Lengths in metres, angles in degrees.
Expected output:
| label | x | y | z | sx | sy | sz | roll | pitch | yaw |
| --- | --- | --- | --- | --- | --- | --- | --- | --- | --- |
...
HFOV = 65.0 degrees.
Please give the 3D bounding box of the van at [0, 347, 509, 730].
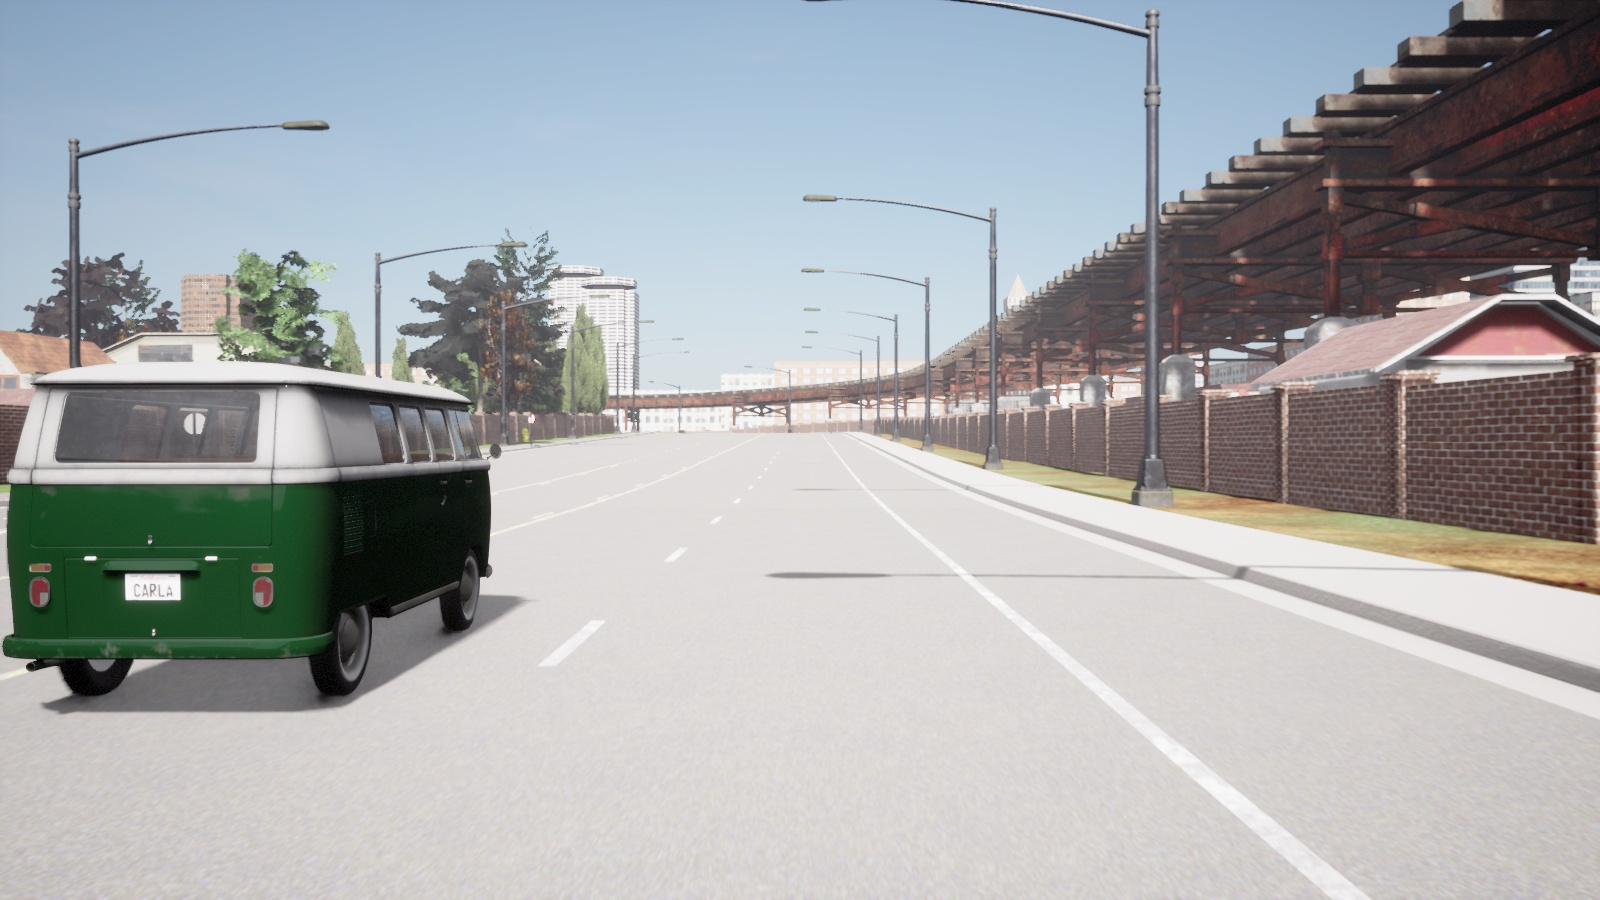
| label | x | y | z | sx | sy | sz | roll | pitch | yaw |
| --- | --- | --- | --- | --- | --- | --- | --- | --- | --- |
| van | -3.436 | 0.447 | 8.739 | 1.775 | 1.987 | 4.442 | 0 | 0 | 0 |
